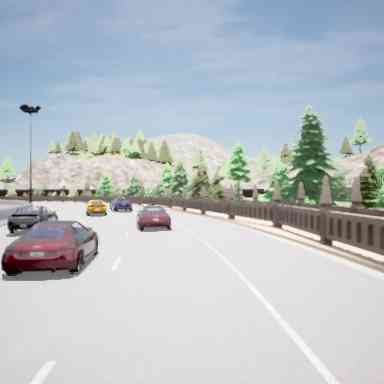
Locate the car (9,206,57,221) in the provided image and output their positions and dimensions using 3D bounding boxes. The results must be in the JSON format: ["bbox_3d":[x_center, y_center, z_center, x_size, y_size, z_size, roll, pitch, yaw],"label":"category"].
[{"bbox_3d":[-9.259,1.556,19.671,2.128,1.511,4.902,0,0,-12],"label":"car"}]

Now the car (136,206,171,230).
[{"bbox_3d":[-2.535,1.596,21.514,1.994,1.385,4.181,0,0,-12],"label":"car"}]

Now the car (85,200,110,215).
[{"bbox_3d":[-10.073,1.581,34.801,1.882,1.535,5.008,0,0,-20],"label":"car"}]

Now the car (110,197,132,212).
[{"bbox_3d":[-8.848,1.461,41.017,2.097,1.767,4.553,0,0,-23],"label":"car"}]

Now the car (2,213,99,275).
[{"bbox_3d":[-4.238,1.590,10.630,1.994,1.385,4.181,0,0,-6],"label":"car"}]
